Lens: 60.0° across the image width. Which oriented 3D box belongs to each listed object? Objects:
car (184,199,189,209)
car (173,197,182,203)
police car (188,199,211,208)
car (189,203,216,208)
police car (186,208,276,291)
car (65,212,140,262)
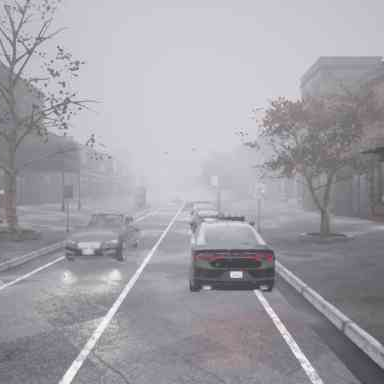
[{"bbox_3d":[-0.071,1.721,47.752,1.812,1.442,4.674,0,0,0],"label":"car"},{"bbox_3d":[-3.141,1.696,71.719,2.033,1.411,5.357,0,0,0],"label":"car"},{"bbox_3d":[0.850,1.531,25.232,1.930,1.638,5.238,0,0,0],"label":"police car"},{"bbox_3d":[0.862,1.605,19.122,1.812,1.442,4.674,0,0,0],"label":"car"},{"bbox_3d":[0.882,1.460,9.232,1.930,1.638,5.238,0,0,0],"label":"police car"},{"bbox_3d":[-3.124,1.541,12.451,2.128,1.511,4.902,0,0,0],"label":"car"}]
